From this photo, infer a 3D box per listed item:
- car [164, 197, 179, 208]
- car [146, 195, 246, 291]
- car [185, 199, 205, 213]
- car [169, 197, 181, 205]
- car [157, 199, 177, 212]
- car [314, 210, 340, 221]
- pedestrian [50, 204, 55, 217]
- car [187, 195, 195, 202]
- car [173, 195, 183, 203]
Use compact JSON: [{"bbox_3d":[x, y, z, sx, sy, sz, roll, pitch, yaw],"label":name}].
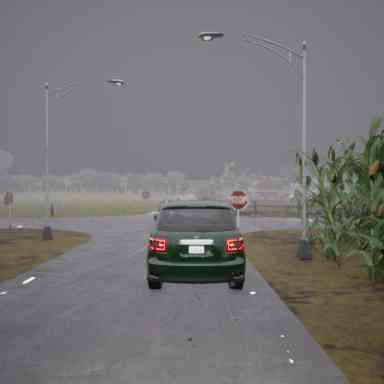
[{"bbox_3d":[-2.933,1.468,48.567,1.882,1.535,5.008,0,0,0],"label":"car"},{"bbox_3d":[0.086,1.217,9.166,2.150,2.045,5.566,0,0,0],"label":"car"},{"bbox_3d":[0.247,1.536,37.880,2.033,1.411,5.357,0,0,-2],"label":"car"},{"bbox_3d":[-2.941,1.557,58.380,1.994,1.385,4.181,0,0,0],"label":"car"},{"bbox_3d":[-2.924,1.552,39.833,1.994,1.385,4.181,0,0,0],"label":"car"},{"bbox_3d":[12.562,1.522,26.282,5.357,1.411,2.033,0,2,0],"label":"car"},{"bbox_3d":[-12.238,1.612,29.166,0.500,1.100,0.500,0,2,0],"label":"pedestrian"},{"bbox_3d":[-0.157,1.479,80.817,1.882,1.535,5.008,0,0,0],"label":"car"},{"bbox_3d":[-2.889,1.473,68.441,1.882,1.535,5.008,0,0,0],"label":"car"}]
